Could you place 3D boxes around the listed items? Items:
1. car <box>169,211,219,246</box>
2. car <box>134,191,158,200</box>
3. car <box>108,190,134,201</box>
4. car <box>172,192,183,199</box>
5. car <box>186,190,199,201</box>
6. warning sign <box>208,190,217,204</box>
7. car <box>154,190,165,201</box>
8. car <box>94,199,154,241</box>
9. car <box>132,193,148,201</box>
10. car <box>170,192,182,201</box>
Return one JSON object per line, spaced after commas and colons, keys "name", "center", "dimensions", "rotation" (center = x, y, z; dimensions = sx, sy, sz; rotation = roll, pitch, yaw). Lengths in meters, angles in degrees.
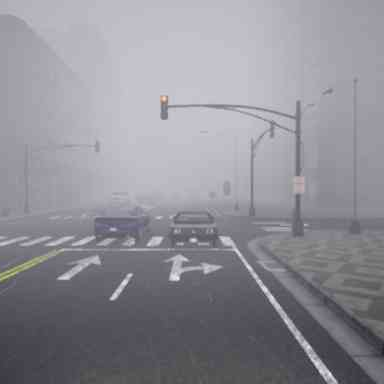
{"name": "car", "center": [0.080, 1.474, 14.583], "dimensions": [1.895, 1.301, 4.718], "rotation": [0, 1, 0]}
{"name": "car", "center": [-6.548, 1.059, 47.897], "dimensions": [2.128, 1.511, 4.902], "rotation": [0, 1, 0]}
{"name": "car", "center": [-9.807, 0.813, 45.427], "dimensions": [2.150, 2.045, 5.566], "rotation": [0, 1, 0]}
{"name": "car", "center": [-3.189, 0.748, 73.657], "dimensions": [2.033, 1.411, 5.357], "rotation": [0, 1, 0]}
{"name": "car", "center": [0.093, 0.647, 62.955], "dimensions": [2.150, 2.045, 5.566], "rotation": [0, 1, 1]}
{"name": "warning sign", "center": [2.887, 0.691, 47.137], "dimensions": [1.300, 1.860, 1.060], "rotation": [0, 0, 0]}
{"name": "car", "center": [-6.480, 0.632, 63.788], "dimensions": [2.150, 2.045, 5.566], "rotation": [0, 1, 1]}
{"name": "car", "center": [-3.165, 1.340, 15.885], "dimensions": [1.882, 1.535, 5.008], "rotation": [0, 1, 0]}
{"name": "car", "center": [-9.735, 0.920, 62.437], "dimensions": [2.128, 1.511, 4.902], "rotation": [0, 1, 1]}
{"name": "car", "center": [-3.153, 0.926, 63.328], "dimensions": [1.837, 1.490, 4.892], "rotation": [0, 1, 1]}
